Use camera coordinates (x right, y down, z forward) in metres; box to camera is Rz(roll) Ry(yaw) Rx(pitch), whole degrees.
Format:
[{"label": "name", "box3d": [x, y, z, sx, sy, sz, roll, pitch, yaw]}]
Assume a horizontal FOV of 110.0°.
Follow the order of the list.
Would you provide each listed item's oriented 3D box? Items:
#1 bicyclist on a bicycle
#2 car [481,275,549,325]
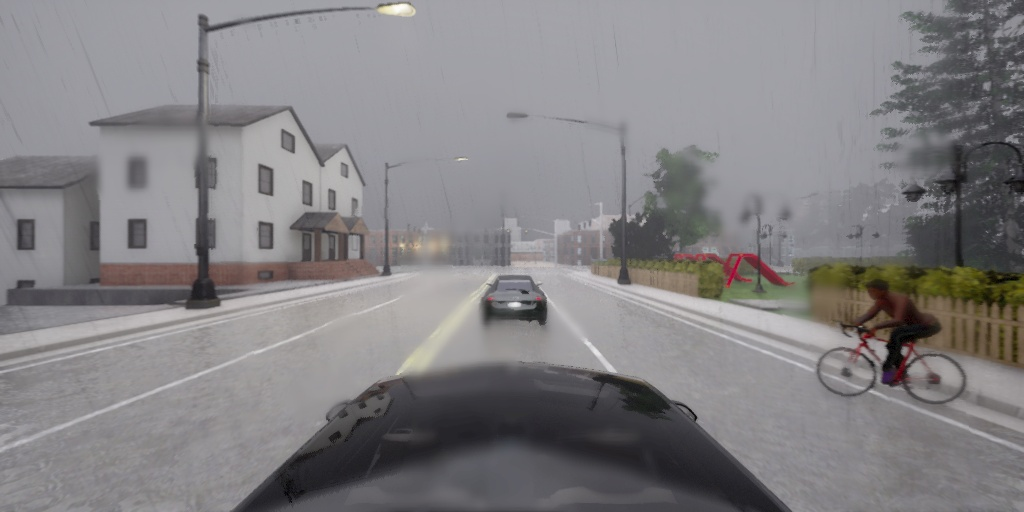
[{"label": "bicyclist on a bicycle", "box3d": [5.057, 1.151, 4.798, 1.656, 1.620, 0.582, 1, 1, 14]}, {"label": "car", "box3d": [0.083, 1.306, 11.830, 1.994, 1.385, 4.181, 0, 0, 0]}]
